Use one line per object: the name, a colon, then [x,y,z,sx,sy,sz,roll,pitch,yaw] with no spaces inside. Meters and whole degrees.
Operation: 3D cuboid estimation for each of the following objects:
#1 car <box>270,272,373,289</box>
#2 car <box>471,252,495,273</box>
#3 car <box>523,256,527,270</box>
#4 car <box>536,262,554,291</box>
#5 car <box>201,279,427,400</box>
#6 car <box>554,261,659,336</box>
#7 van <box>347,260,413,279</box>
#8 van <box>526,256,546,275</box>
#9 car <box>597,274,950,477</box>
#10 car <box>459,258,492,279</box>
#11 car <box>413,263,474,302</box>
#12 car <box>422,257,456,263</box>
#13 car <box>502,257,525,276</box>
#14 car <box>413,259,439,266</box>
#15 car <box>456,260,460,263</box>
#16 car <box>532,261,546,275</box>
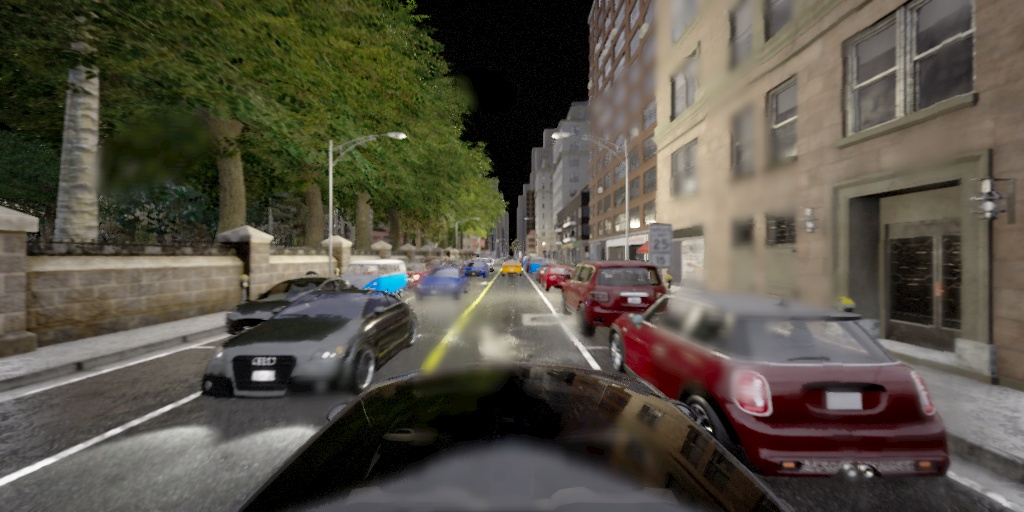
car: [-5.858,1.296,10.244,1.948,1.339,4.313,0,0,0]
car: [-3.001,0.547,38.186,2.150,2.045,5.566,0,0,0]
car: [2.667,0.972,42.677,2.192,1.841,5.009,0,0,0]
car: [2.667,1.251,21.044,1.888,1.381,4.507,0,0,0]
car: [-3.095,1.303,6.468,1.994,1.385,4.181,0,0,0]
car: [2.667,1.045,10.228,2.192,1.841,5.009,0,0,0]
van: [-5.858,1.059,15.651,1.690,1.789,3.998,0,0,0]
van: [2.667,1.011,37.269,1.690,1.789,3.998,0,0,0]
car: [2.668,1.183,4.819,1.967,1.591,4.097,0,0,0]
car: [-3.076,1.161,31.367,1.882,1.535,5.008,0,0,0]
car: [-3.103,1.241,16.991,1.812,1.442,4.674,0,0,0]
car: [-5.859,1.009,26.466,2.192,1.841,5.009,0,0,0]
car: [0.003,1.151,35.887,1.882,1.535,5.008,0,0,0]
car: [-5.858,1.146,21.059,1.967,1.591,4.097,0,0,0]
car: [-5.859,1.264,31.874,1.802,1.307,4.207,0,0,0]
car: [2.667,1.276,26.452,1.802,1.307,4.207,0,0,0]
